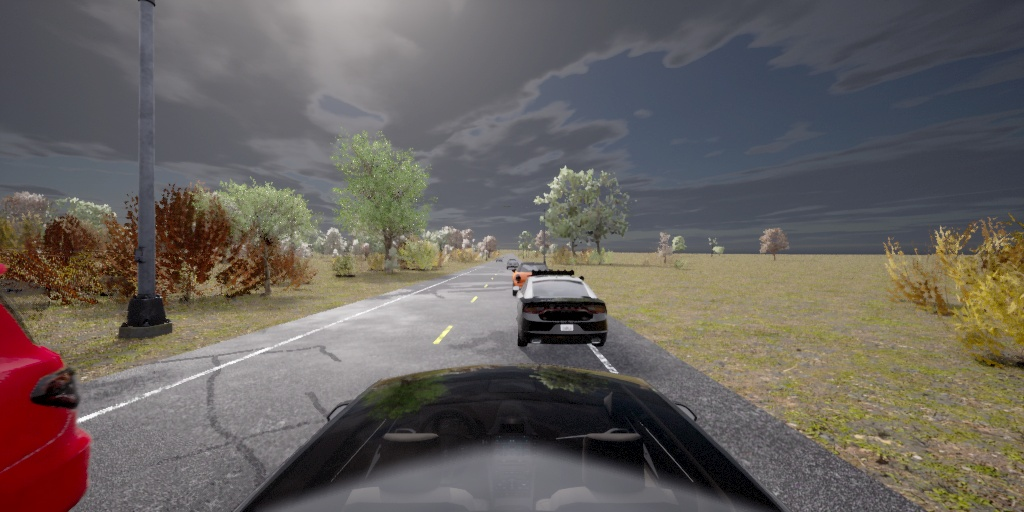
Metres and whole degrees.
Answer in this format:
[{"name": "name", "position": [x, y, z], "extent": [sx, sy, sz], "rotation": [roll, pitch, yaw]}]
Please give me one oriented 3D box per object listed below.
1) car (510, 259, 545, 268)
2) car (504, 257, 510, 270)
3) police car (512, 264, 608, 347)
[{"name": "car", "position": [1.068, 1.095, 19.338], "extent": [2.097, 1.767, 4.553], "rotation": [0, 0, 0]}, {"name": "car", "position": [0.123, 1.246, 52.928], "extent": [2.033, 1.411, 5.357], "rotation": [0, 0, 0]}, {"name": "police car", "position": [1.059, 1.173, 9.477], "extent": [1.930, 1.638, 5.238], "rotation": [0, 0, 0]}]
